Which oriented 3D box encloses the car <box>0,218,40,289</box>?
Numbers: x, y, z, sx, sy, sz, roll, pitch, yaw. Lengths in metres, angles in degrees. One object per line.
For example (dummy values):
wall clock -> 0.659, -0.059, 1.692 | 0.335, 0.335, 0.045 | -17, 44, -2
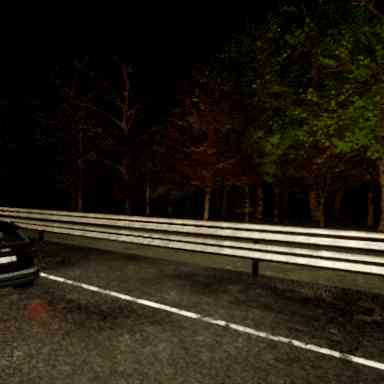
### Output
car -> -5.483, 1.382, 7.763 | 4.856, 1.649, 2.033 | 0, 0, 35
